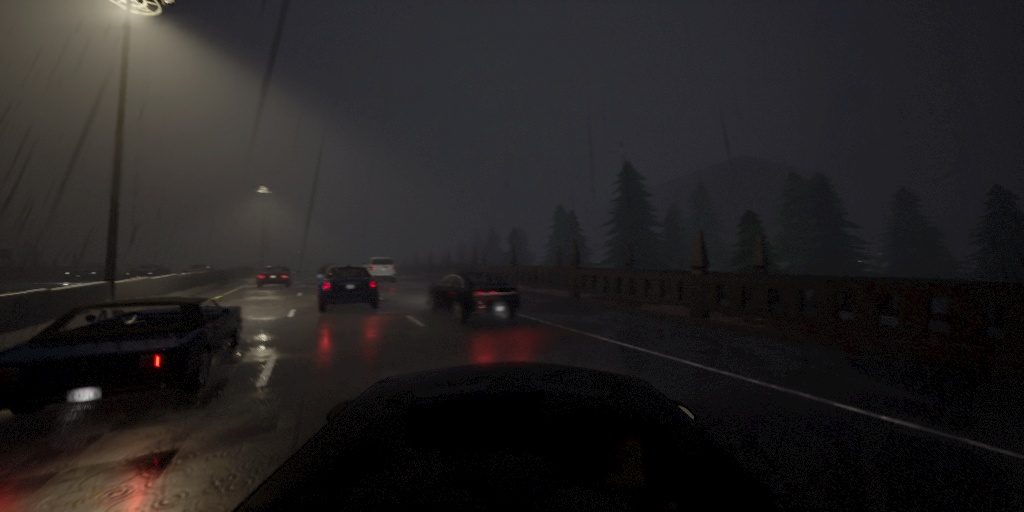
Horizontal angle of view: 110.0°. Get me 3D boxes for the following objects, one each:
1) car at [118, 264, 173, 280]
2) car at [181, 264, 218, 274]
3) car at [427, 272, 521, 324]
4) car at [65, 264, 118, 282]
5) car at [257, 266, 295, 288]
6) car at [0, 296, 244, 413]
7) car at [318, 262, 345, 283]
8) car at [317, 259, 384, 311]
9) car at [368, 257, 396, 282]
[{"bbox_3d":[-32.472,1.445,32.277,2.033,1.411,5.357,0,-2,-28],"label":"car"},{"bbox_3d":[-29.398,1.469,33.951,2.033,1.411,5.357,0,-2,-28],"label":"car"},{"bbox_3d":[-1.495,1.298,12.361,2.128,1.511,4.902,0,0,-29],"label":"car"},{"bbox_3d":[-35.464,1.394,30.447,1.812,1.442,4.674,0,-2,-28],"label":"car"},{"bbox_3d":[-16.316,1.367,24.865,2.033,1.411,5.357,0,0,-29],"label":"car"},{"bbox_3d":[-6.090,1.350,6.175,1.895,1.301,4.718,0,0,-29],"label":"car"},{"bbox_3d":[-15.632,1.337,30.908,1.882,1.535,5.008,0,0,-29],"label":"car"},{"bbox_3d":[-6.984,1.151,15.104,2.097,1.767,4.553,0,0,-29],"label":"car"},{"bbox_3d":[-11.283,1.096,30.280,2.150,2.045,5.566,0,0,-28],"label":"car"}]
